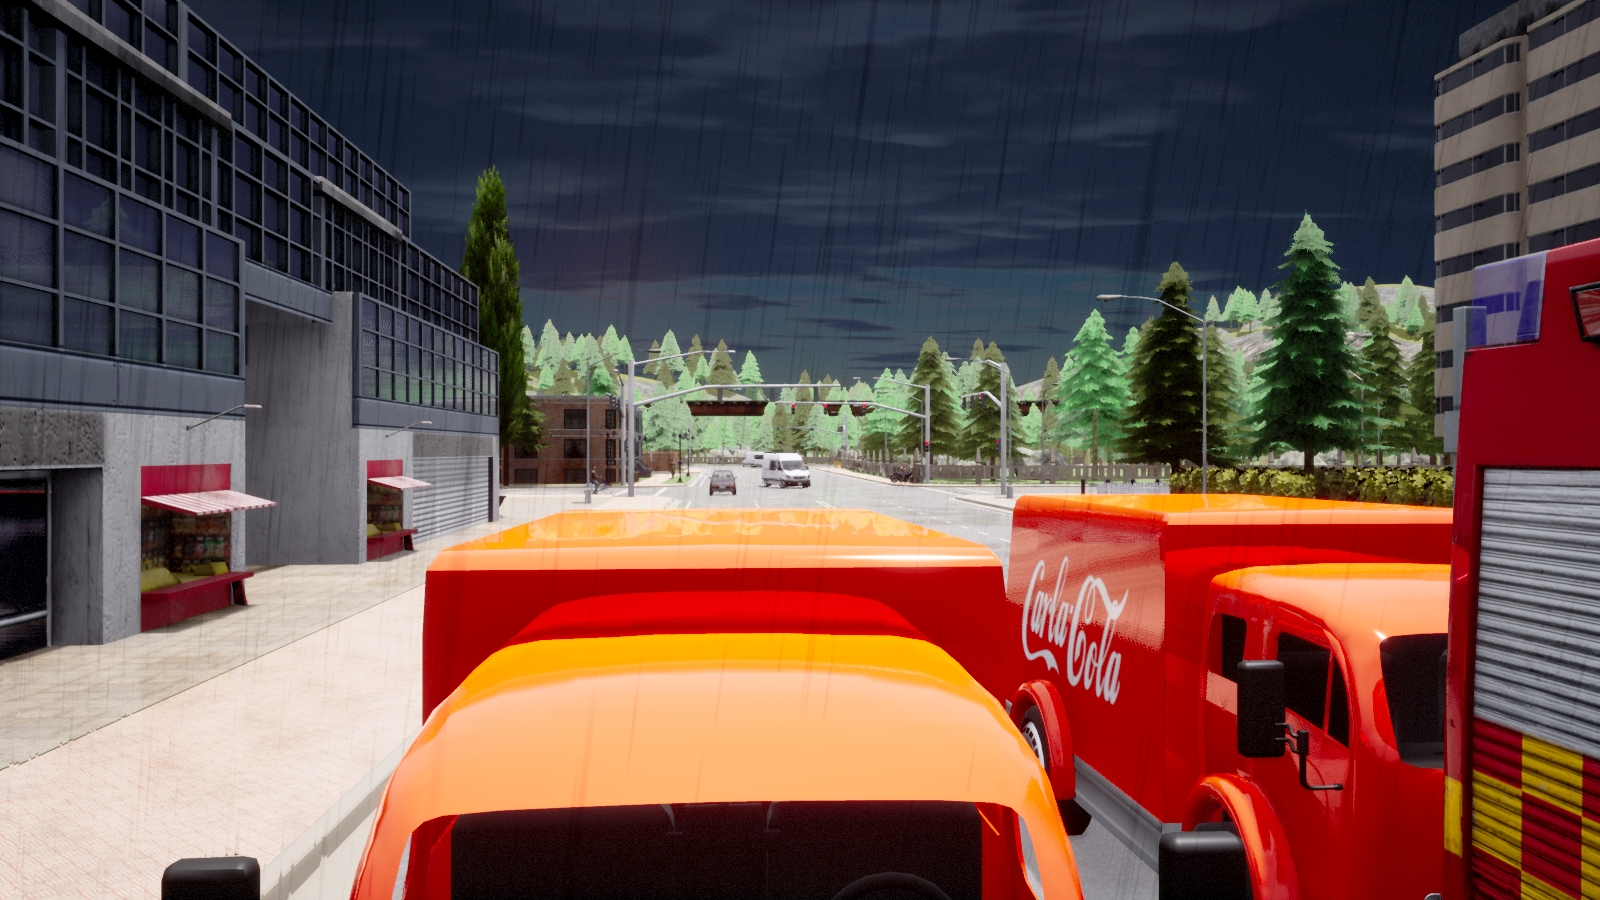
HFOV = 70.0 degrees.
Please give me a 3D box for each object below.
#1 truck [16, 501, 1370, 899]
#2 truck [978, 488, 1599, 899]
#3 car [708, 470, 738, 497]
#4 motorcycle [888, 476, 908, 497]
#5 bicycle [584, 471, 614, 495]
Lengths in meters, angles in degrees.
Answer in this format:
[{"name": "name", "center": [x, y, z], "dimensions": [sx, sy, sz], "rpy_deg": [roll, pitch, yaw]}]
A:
[{"name": "truck", "center": [-0.347, 1.568, 4.821], "dimensions": [2.627, 2.467, 5.204], "rpy_deg": [0, 0, -4]}, {"name": "truck", "center": [3.003, 1.568, 7.234], "dimensions": [2.627, 2.467, 5.204], "rpy_deg": [0, 0, -4]}, {"name": "car", "center": [-4.738, 2.026, 70.143], "dimensions": [1.789, 1.549, 3.705], "rpy_deg": [0, 0, -4]}, {"name": "motorcycle", "center": [5.944, 2.205, 69.519], "dimensions": [0.867, 1.251, 2.209], "rpy_deg": [0, 0, -4]}, {"name": "bicycle", "center": [-12.531, 2.060, 71.198], "dimensions": [1.835, 1.471, 0.329], "rpy_deg": [0, 0, -11]}]
